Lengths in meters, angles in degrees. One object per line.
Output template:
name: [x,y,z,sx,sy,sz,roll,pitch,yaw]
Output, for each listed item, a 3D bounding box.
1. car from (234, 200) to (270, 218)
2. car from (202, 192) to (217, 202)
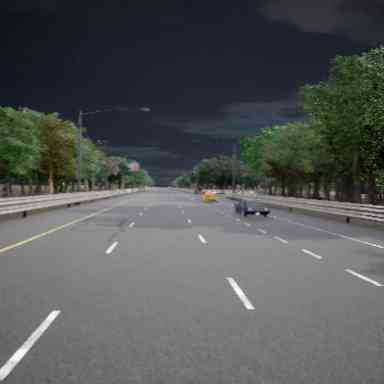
car: [4.699,1.284,26.871,1.895,1.301,4.718,1,1,-5]
car: [2.684,0.755,51.706,1.882,1.535,5.008,1,1,-5]
